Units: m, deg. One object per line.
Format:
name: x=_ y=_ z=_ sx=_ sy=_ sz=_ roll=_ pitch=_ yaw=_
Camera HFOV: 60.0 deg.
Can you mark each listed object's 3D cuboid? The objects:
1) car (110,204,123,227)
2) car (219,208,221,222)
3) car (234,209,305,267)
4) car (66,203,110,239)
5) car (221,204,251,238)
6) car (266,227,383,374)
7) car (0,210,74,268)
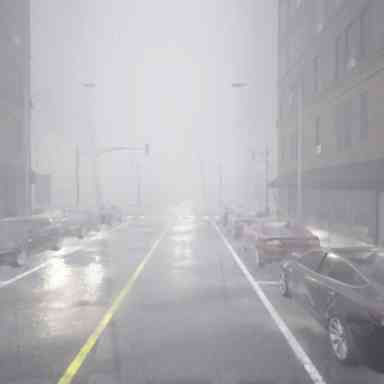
car: x=-5.775 y=1.459 z=22.086 sx=1.887 sy=1.381 sz=4.507 roll=-1 pitch=0 yaw=0
car: x=2.750 y=1.458 z=22.086 sx=1.887 sy=1.381 sz=4.507 roll=-1 pitch=0 yaw=0
car: x=2.751 y=1.500 z=11.075 sx=1.887 sy=1.381 sz=4.507 roll=-1 pitch=0 yaw=0
car: x=-5.775 y=1.486 z=16.580 sx=2.008 sy=1.369 sz=4.403 roll=-1 pitch=0 yaw=0
car: x=2.750 y=1.479 z=16.581 sx=1.887 sy=1.381 sz=4.507 roll=-1 pitch=0 yaw=0
car: x=2.752 y=1.543 z=5.571 sx=1.947 sy=1.339 sz=4.313 roll=-1 pitch=0 yaw=0
car: x=-5.774 y=1.522 z=11.075 sx=1.947 sy=1.339 sz=4.313 roll=-1 pitch=0 yaw=0
